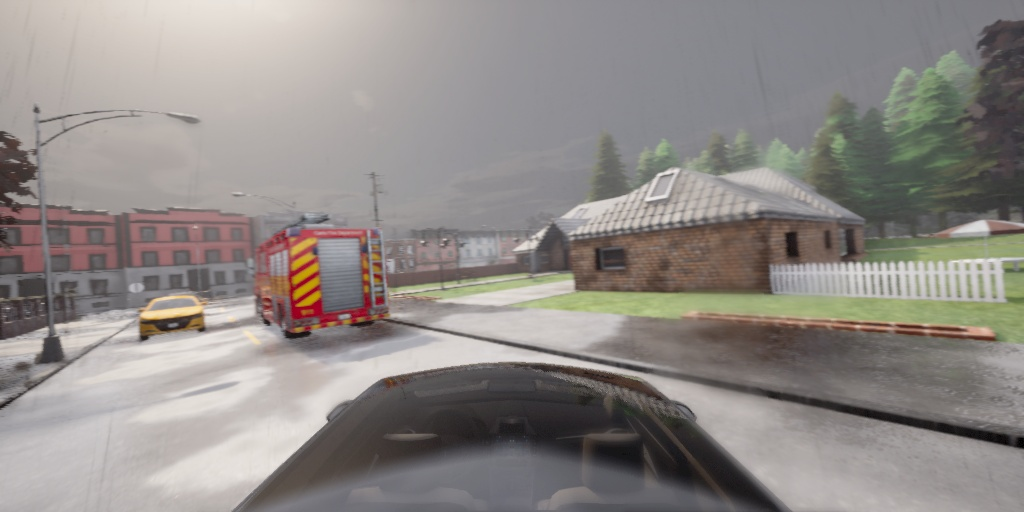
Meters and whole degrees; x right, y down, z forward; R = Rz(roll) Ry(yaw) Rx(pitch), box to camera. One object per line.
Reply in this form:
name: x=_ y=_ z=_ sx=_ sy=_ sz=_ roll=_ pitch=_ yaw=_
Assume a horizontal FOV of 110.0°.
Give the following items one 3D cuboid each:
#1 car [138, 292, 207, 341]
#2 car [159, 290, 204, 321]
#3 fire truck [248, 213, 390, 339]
car: x=-14.321 y=2.457 z=15.263 sx=1.882 sy=1.535 sz=5.008 roll=-4 pitch=-1 yaw=-41
car: x=-20.999 y=3.072 z=22.926 sx=1.837 sy=1.490 sz=4.892 roll=-4 pitch=-1 yaw=-41
fire truck: x=-7.888 y=0.807 z=14.053 sx=2.891 sy=3.827 sz=8.468 roll=-4 pitch=-1 yaw=-41
